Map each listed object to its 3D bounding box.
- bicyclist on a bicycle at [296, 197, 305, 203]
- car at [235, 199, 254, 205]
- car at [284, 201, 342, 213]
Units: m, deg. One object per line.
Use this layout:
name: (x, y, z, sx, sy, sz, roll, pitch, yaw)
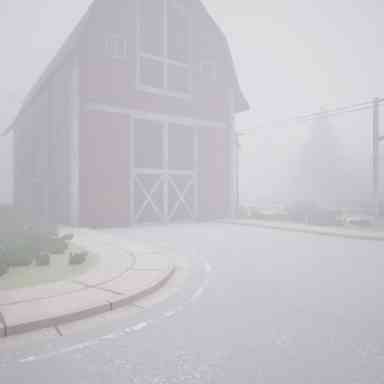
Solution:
bicyclist on a bicycle: (13.285, 1.322, 40.249, 1.656, 1.620, 0.582, 46, -25, -24)
car: (5.415, 1.552, 38.675, 1.812, 1.442, 4.674, 0, 0, -34)
car: (10.964, 1.574, 30.625, 2.033, 1.411, 5.357, 0, 0, -35)
